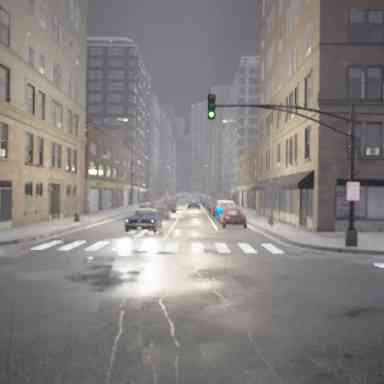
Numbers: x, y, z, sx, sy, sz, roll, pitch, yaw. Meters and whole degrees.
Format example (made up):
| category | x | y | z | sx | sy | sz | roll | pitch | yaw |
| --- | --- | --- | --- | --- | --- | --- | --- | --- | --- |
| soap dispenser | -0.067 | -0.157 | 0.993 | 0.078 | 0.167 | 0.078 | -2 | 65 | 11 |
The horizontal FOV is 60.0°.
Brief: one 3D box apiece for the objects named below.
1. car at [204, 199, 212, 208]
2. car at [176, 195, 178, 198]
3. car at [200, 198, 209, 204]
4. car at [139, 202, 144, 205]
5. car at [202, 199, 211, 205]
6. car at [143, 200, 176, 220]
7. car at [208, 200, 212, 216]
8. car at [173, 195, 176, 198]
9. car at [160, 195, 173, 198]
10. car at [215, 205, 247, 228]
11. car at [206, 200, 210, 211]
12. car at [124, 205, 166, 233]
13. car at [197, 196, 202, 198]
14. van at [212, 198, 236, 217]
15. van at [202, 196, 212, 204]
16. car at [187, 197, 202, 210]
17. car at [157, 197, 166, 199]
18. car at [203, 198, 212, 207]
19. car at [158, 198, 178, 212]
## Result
| category | x | y | z | sx | sy | sz | roll | pitch | yaw |
| --- | --- | --- | --- | --- | --- | --- | --- | --- | --- |
| car | 3.017 | 2.032 | 46.186 | 1.802 | 1.307 | 4.206 | 1 | 0 | 0 |
| car | -5.341 | 2.054 | 85.099 | 1.887 | 1.381 | 4.507 | 1 | 0 | 0 |
| car | 3.183 | 2.206 | 85.055 | 1.947 | 1.339 | 4.313 | 1 | 0 | 0 |
| car | -5.534 | 1.862 | 40.677 | 1.802 | 1.307 | 4.206 | 1 | -1 | 0 |
| car | 3.135 | 2.172 | 73.949 | 1.802 | 1.307 | 4.206 | 1 | 0 | 0 |
| car | -2.899 | 1.782 | 30.733 | 2.033 | 1.411 | 5.357 | 1 | -1 | 0 |
| car | 2.967 | 1.909 | 35.081 | 1.887 | 1.381 | 4.507 | 1 | -1 | 0 |
| car | -5.385 | 1.774 | 73.993 | 2.192 | 1.841 | 5.009 | 1 | 0 | 0 |
| car | -5.432 | 1.720 | 62.888 | 2.192 | 1.841 | 5.009 | 1 | 0 | 0 |
| car | 2.920 | 1.846 | 23.978 | 1.802 | 1.307 | 4.206 | 1 | -1 | 0 |
| car | 2.992 | 1.993 | 40.636 | 1.802 | 1.307 | 4.206 | 1 | 0 | 0 |
| car | -2.944 | 1.747 | 20.938 | 1.895 | 1.301 | 4.718 | 1 | -1 | 0 |
| car | 0.323 | 1.969 | 62.408 | 1.882 | 1.535 | 5.008 | 1 | 0 | 0 |
| van | 2.947 | 1.655 | 29.532 | 1.690 | 1.788 | 3.998 | 1 | -1 | 0 |
| van | 3.068 | 1.850 | 57.295 | 1.690 | 1.788 | 3.998 | 1 | 0 | 0 |
| car | 0.280 | 1.968 | 52.406 | 1.812 | 1.442 | 4.674 | 1 | 0 | 0 |
| car | -5.483 | 1.901 | 51.783 | 2.008 | 1.369 | 4.403 | 1 | 0 | 0 |
| car | 3.040 | 2.063 | 51.743 | 1.802 | 1.307 | 4.206 | 1 | 0 | 0 |
| car | -2.850 | 1.877 | 41.821 | 2.033 | 1.411 | 5.357 | 1 | 0 | 0 |
